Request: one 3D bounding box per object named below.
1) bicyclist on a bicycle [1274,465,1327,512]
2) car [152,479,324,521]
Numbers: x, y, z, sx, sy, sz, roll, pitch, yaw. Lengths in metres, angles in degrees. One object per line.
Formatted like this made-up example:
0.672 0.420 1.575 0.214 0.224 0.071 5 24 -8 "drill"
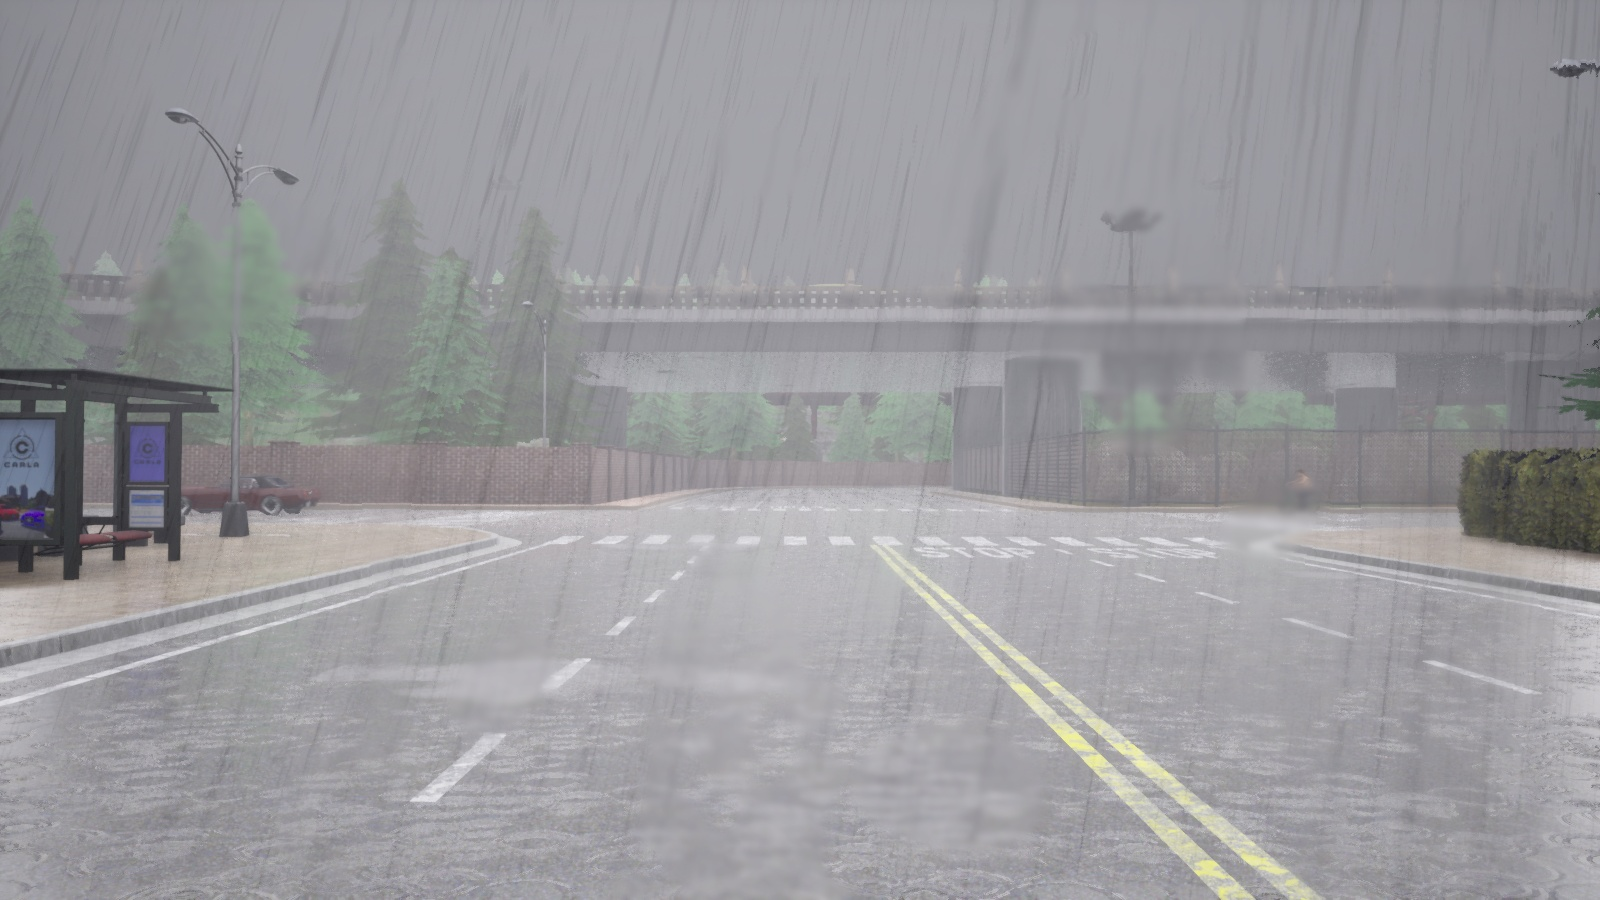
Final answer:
17.687 1.370 44.416 1.509 1.612 0.866 -1 -1 1 "bicyclist on a bicycle"
-18.181 1.615 40.754 4.718 1.301 1.895 0 -1 0 "car"
